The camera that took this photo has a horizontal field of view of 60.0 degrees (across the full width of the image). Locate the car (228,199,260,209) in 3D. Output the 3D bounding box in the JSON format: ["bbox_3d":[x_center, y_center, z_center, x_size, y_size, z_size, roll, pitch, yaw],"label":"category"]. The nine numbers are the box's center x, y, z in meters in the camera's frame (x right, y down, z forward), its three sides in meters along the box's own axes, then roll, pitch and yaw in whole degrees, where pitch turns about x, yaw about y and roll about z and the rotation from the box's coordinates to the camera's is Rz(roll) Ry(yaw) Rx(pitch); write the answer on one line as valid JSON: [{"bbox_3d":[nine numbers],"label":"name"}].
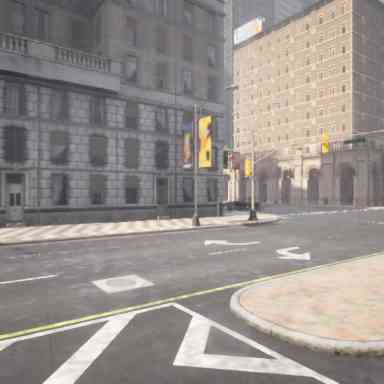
[{"bbox_3d":[7.301,1.601,46.488,1.895,1.301,4.718,0,0,-36],"label":"car"}]
